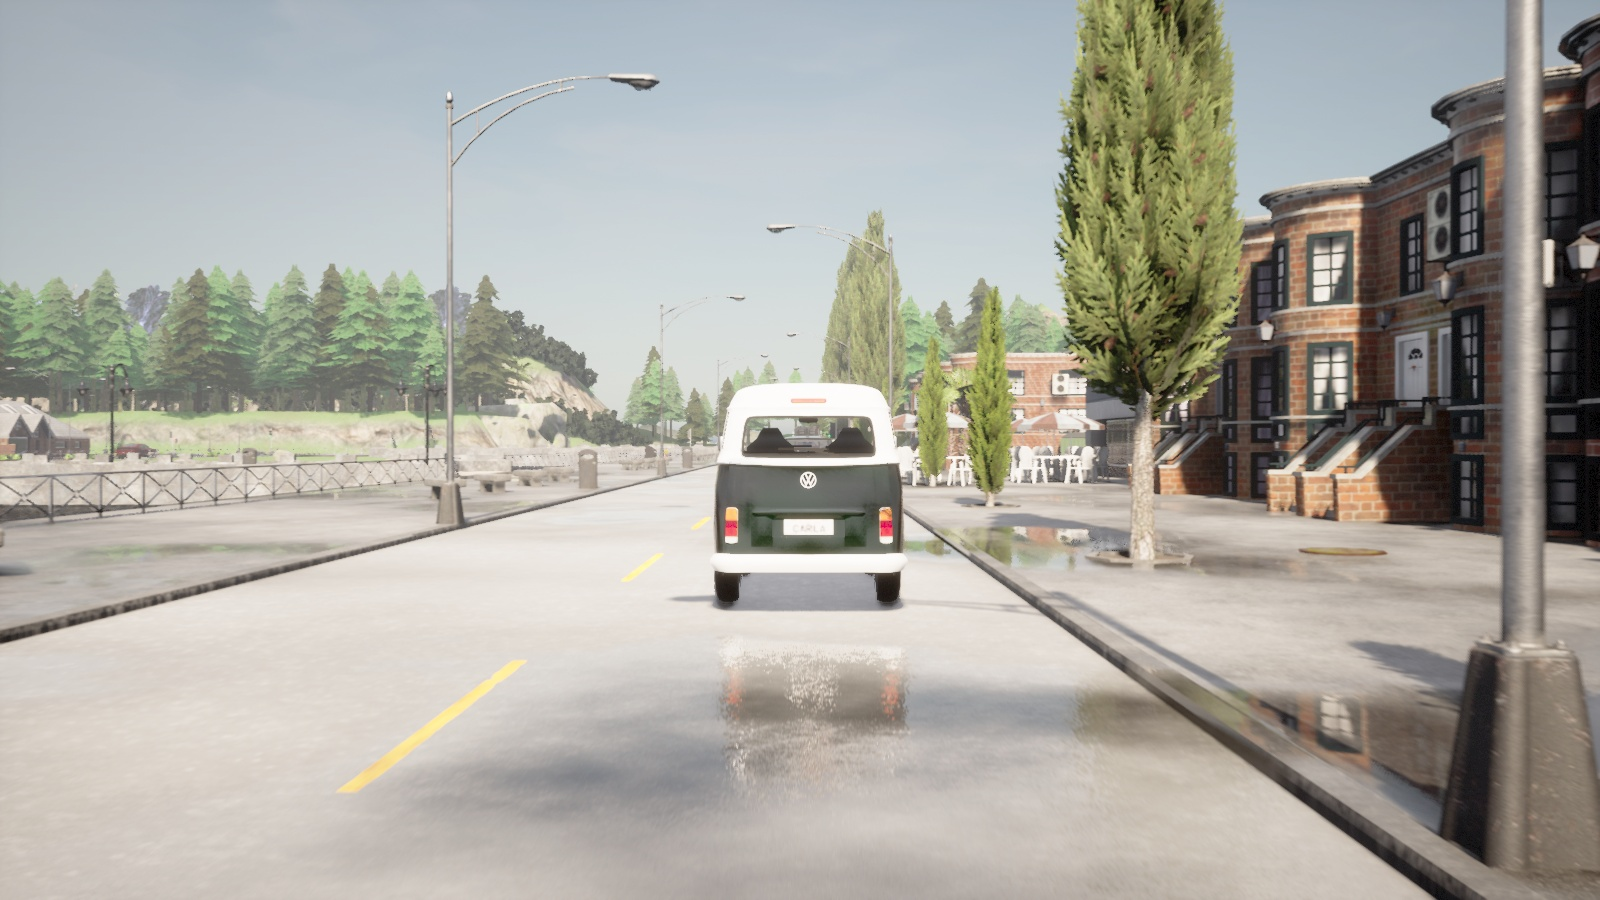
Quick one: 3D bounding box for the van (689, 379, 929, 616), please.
[{"bbox_3d":[0.088,0.396,13.052,2.069,2.038,4.480,0,0,0],"label":"van"}]
